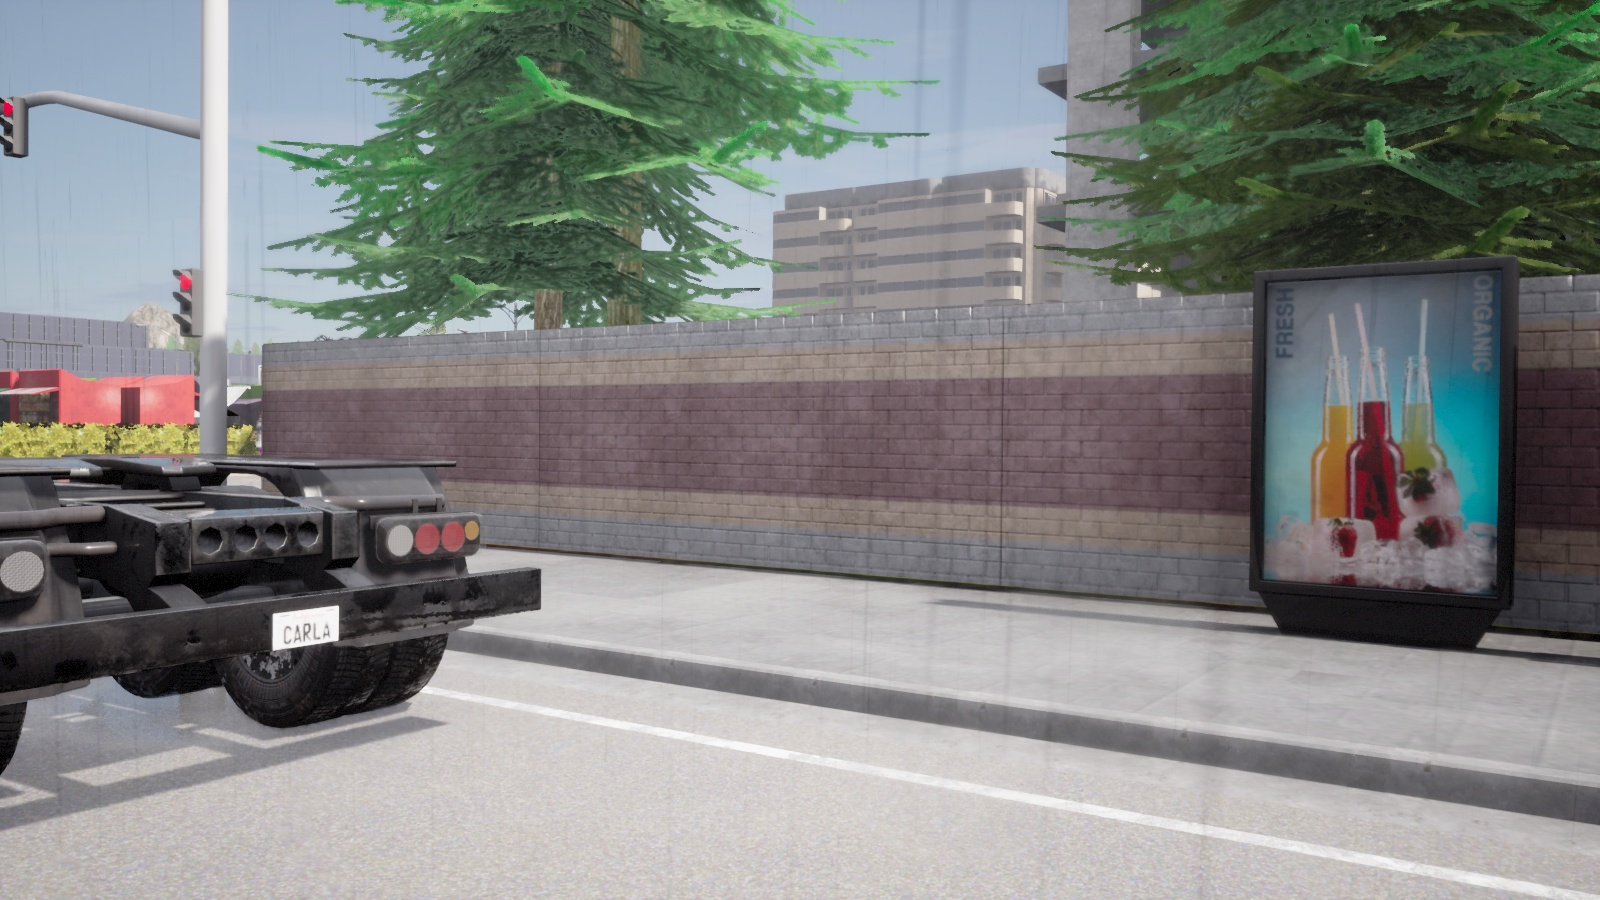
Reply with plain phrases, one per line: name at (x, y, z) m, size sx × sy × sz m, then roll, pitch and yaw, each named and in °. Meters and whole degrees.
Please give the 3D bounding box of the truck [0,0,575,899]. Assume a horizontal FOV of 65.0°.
truck at (-5.216, -0.300, 7.067) m, size 7.936 × 3.462 × 2.891 m, roll 0°, pitch 1°, yaw 34°

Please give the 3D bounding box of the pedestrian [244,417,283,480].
pedestrian at (-16.778, -0.054, 39.259) m, size 0.659 × 1.952 × 0.873 m, roll 0°, pitch 1°, yaw 33°
